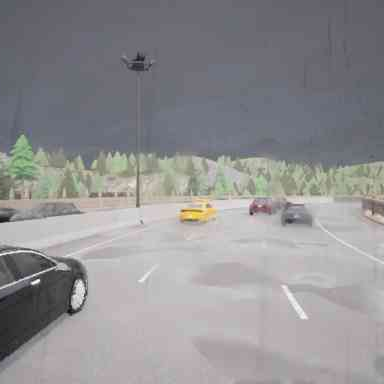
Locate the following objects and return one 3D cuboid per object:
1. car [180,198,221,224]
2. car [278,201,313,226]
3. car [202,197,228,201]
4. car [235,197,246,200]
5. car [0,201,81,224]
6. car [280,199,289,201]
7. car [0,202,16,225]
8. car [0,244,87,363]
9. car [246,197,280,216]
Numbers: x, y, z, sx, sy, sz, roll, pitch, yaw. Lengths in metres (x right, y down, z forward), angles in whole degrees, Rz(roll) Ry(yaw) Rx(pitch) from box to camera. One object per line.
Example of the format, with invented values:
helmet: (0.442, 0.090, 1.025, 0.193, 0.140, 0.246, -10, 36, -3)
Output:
car: (0.578, 1.491, 25.234, 1.882, 1.535, 5.008, 0, 0, 16)
car: (7.281, 1.554, 23.208, 1.994, 1.385, 4.181, 0, 0, 16)
car: (4.465, 1.587, 57.499, 2.128, 1.511, 4.902, 0, 0, 35)
car: (8.764, 1.581, 57.526, 1.837, 1.490, 4.892, -1, 0, 37)
car: (-8.322, 1.379, 19.233, 2.097, 1.767, 4.553, 0, 0, 12)
car: (11.414, 1.549, 42.299, 2.033, 1.411, 5.357, 0, 0, 31)
car: (-14.743, 1.539, 22.684, 2.128, 1.511, 4.902, 0, 0, 14)
car: (-3.102, 1.508, 4.756, 1.837, 1.490, 4.892, 0, 0, 4)
car: (7.198, 1.352, 33.272, 2.097, 1.767, 4.553, 0, 0, 22)
